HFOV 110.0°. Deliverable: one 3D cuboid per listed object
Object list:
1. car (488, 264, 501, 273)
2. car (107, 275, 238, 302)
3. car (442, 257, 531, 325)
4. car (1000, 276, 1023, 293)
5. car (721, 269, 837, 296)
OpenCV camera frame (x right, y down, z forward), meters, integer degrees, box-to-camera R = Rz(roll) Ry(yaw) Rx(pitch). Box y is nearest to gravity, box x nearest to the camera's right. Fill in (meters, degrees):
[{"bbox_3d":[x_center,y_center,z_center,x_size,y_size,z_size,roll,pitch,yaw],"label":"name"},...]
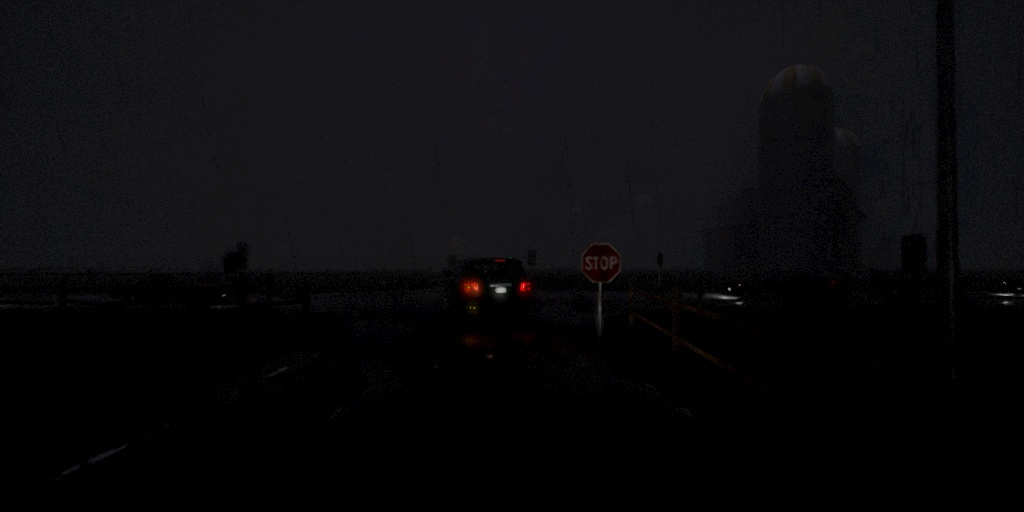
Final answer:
[{"bbox_3d":[-2.788,1.953,58.266,1.812,1.442,4.674,0,-1,1],"label":"car"},{"bbox_3d":[-15.888,1.565,17.016,4.718,1.301,1.895,0,0,-1],"label":"car"},{"bbox_3d":[-1.065,1.084,12.587,2.150,2.045,5.566,1,-1,-16],"label":"car"},{"bbox_3d":[30.764,1.424,19.852,5.357,1.411,2.033,0,0,0],"label":"car"},{"bbox_3d":[14.711,1.445,19.884,5.357,1.411,2.033,0,0,0],"label":"car"}]
